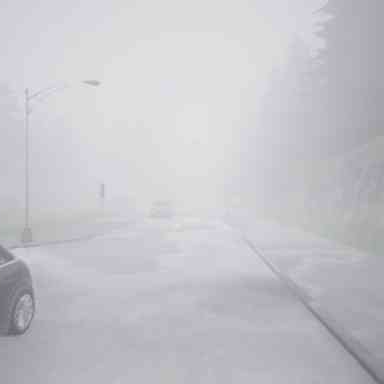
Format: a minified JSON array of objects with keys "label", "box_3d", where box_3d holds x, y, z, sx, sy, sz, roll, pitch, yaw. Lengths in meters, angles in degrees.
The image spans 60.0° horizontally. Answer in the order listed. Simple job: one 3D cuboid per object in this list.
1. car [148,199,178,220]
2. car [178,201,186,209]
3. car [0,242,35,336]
[{"label":"car","box_3d":[-2.896,1.740,33.000,2.150,2.045,5.566,0,1,2]},{"label":"car","box_3d":[-2.045,2.263,59.799,2.033,1.411,5.357,0,-1,2]},{"label":"car","box_3d":[-3.819,1.414,3.871,2.097,1.767,4.553,0,-1,2]}]
